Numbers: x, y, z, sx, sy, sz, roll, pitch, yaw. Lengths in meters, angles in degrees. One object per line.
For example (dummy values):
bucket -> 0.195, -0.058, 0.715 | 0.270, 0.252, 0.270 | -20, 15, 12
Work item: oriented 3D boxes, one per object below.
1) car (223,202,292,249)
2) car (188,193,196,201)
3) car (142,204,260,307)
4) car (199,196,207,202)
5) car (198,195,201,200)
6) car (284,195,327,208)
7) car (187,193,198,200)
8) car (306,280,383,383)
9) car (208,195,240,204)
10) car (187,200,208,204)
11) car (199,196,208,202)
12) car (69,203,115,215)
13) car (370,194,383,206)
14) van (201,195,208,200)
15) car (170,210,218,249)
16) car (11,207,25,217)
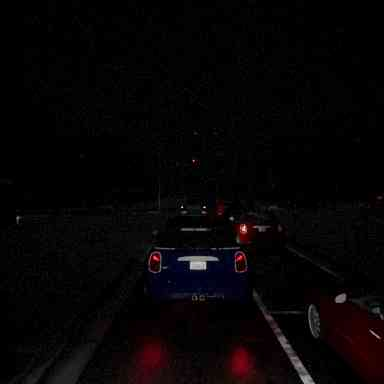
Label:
car -> 2.634, 1.441, 14.406 | 1.967, 1.590, 4.097 | -1, 0, 0
car -> 0.045, 1.371, 92.197 | 2.150, 2.045, 5.566 | 0, 0, 0
car -> 0.073, 1.352, 8.156 | 2.097, 1.767, 4.553 | 0, 0, -1
car -> 2.668, 1.664, 84.010 | 1.887, 1.381, 4.507 | -1, 0, 0
car -> 2.652, 1.366, 56.978 | 2.192, 1.841, 5.009 | -1, 0, 0
car -> 13.590, 1.132, 39.904 | 4.892, 1.490, 1.837 | -1, 1, 0
car -> 0.120, 1.417, 63.789 | 2.097, 1.767, 4.553 | 0, 0, 0
car -> 2.631, 1.581, 3.601 | 1.802, 1.307, 4.206 | -1, 0, 0
car -> 2.638, 1.323, 25.210 | 2.192, 1.841, 5.009 | -1, 0, 0
car -> 0.114, 1.572, 25.503 | 1.994, 1.385, 4.181 | 0, 0, -1
car -> 2.665, 1.654, 78.603 | 2.008, 1.369, 4.403 | -1, 0, 0
car -> -10.995, 1.895, 36.949 | 4.718, 1.301, 1.895 | -2, 1, 0
car -> 23.876, 0.733, 39.902 | 4.553, 1.767, 2.097 | -1, 1, 0
van -> 2.650, 1.382, 51.572 | 1.690, 1.788, 3.998 | -1, 0, 0
car -> 0.102, 1.603, 15.491 | 1.895, 1.301, 4.718 | 0, 0, 0
car -> -21.121, 2.115, 36.962 | 4.674, 1.442, 1.812 | -2, 1, 0
